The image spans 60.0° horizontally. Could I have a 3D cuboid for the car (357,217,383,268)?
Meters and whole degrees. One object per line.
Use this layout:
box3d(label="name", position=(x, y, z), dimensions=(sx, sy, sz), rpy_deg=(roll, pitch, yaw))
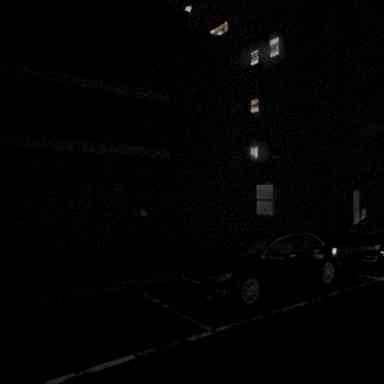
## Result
box3d(label="car", position=(6.340, 1.546, 11.088), dimensions=(4.403, 1.369, 2.008), rpy_deg=(0, 0, -36))

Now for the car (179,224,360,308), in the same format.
box3d(label="car", position=(1.742, 1.549, 7.807), dimensions=(4.403, 1.369, 2.008), rpy_deg=(0, 0, -36))
